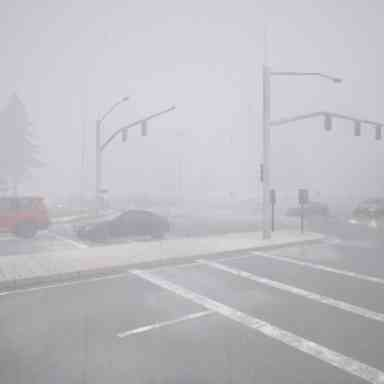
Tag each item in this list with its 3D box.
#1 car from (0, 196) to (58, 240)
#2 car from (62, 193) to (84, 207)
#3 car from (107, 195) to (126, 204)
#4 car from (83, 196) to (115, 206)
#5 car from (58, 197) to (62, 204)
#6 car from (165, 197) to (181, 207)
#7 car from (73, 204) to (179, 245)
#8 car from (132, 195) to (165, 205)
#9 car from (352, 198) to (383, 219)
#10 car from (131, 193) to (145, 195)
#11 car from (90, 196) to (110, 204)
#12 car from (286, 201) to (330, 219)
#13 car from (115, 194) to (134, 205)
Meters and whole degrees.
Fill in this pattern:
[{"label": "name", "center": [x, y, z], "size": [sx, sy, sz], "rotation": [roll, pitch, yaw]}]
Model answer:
[{"label": "car", "center": [-9.593, 1.223, 15.558], "size": [5.566, 2.045, 2.150], "rotation": [0, 0, -35]}, {"label": "car", "center": [-17.713, 1.221, 51.032], "size": [2.150, 2.045, 5.566], "rotation": [0, 0, -35]}, {"label": "car", "center": [-14.795, 1.478, 65.282], "size": [1.882, 1.535, 5.008], "rotation": [0, 0, -34]}, {"label": "car", "center": [-12.049, 1.505, 42.956], "size": [1.837, 1.490, 4.892], "rotation": [0, 0, -35]}, {"label": "car", "center": [-23.409, 1.564, 59.250], "size": [1.994, 1.385, 4.181], "rotation": [0, 0, -34]}, {"label": "car", "center": [-3.468, 1.505, 49.008], "size": [1.837, 1.490, 4.892], "rotation": [0, 0, -35]}, {"label": "car", "center": [-3.173, 1.526, 15.787], "size": [4.674, 1.442, 1.812], "rotation": [0, 0, -35]}, {"label": "car", "center": [-6.250, 1.505, 46.880], "size": [1.837, 1.490, 4.892], "rotation": [0, 0, -35]}, {"label": "car", "center": [15.971, 1.351, 29.072], "size": [4.553, 1.767, 2.097], "rotation": [0, 0, -35]}, {"label": "car", "center": [-9.006, 1.222, 56.931], "size": [2.150, 2.045, 5.566], "rotation": [0, 0, -35]}, {"label": "car", "center": [-17.345, 1.491, 62.794], "size": [2.128, 1.511, 4.902], "rotation": [0, 0, -35]}, {"label": "car", "center": [10.362, 1.526, 29.451], "size": [4.674, 1.442, 1.812], "rotation": [0, 0, -35]}, {"label": "car", "center": [-11.491, 1.505, 54.371], "size": [1.837, 1.490, 4.892], "rotation": [0, 0, -35]}]
